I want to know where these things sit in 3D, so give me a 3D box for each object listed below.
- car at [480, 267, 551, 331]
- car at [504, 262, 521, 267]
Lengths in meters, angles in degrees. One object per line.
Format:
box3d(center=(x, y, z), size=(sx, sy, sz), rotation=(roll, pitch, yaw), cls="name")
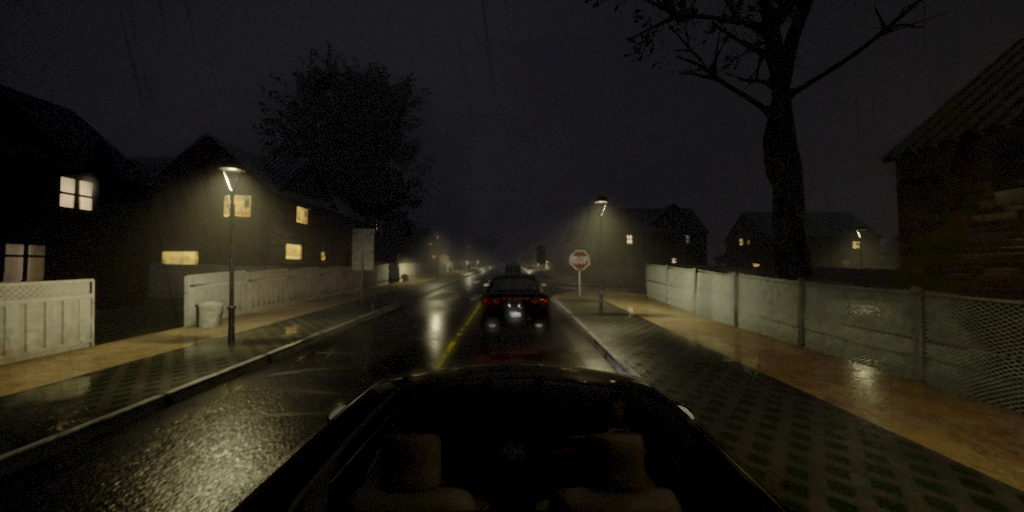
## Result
box3d(center=(0.097, 1.289, 11.272), size=(1.882, 1.535, 5.008), rotation=(0, 0, 0), cls="car")
box3d(center=(0.095, 1.524, 43.815), size=(1.882, 1.535, 5.008), rotation=(0, 0, 0), cls="car")
